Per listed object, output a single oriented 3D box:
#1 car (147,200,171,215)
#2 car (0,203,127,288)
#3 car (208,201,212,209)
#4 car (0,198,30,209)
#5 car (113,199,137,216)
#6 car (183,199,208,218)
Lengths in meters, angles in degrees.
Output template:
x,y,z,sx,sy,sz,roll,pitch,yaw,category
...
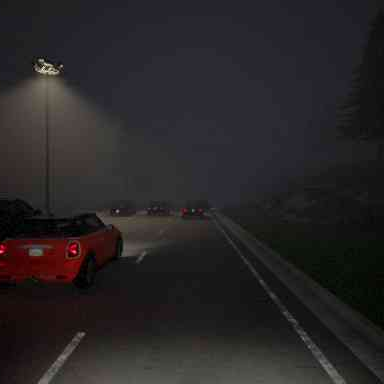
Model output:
x,y,z,sx,sy,sz,roll,pitch,yaw,category
-3.280,1.547,33.344,2.033,1.411,5.357,0,0,2,car
-3.401,1.351,9.393,2.097,1.767,4.553,0,0,0,car
1.229,1.564,41.598,1.994,1.385,4.181,0,0,10,car
-6.899,1.221,11.770,2.150,2.045,5.566,0,0,0,car
-6.768,1.504,33.148,1.837,1.490,4.892,0,0,2,car
0.136,1.547,29.871,2.033,1.411,5.357,0,0,1,car
